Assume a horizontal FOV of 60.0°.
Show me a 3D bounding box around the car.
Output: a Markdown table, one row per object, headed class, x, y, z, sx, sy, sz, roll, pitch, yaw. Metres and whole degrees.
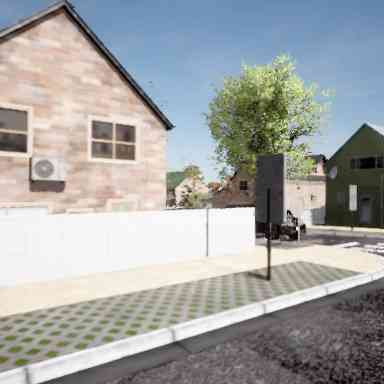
| class | x | y | z | sx | sy | sz | roll | pitch | yaw |
| --- | --- | --- | --- | --- | --- | --- | --- | --- | --- |
| car | 4.118 | 1.721 | 20.124 | 2.150 | 2.045 | 5.566 | 1 | -3 | -35 |
